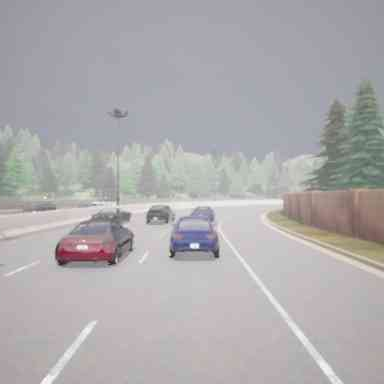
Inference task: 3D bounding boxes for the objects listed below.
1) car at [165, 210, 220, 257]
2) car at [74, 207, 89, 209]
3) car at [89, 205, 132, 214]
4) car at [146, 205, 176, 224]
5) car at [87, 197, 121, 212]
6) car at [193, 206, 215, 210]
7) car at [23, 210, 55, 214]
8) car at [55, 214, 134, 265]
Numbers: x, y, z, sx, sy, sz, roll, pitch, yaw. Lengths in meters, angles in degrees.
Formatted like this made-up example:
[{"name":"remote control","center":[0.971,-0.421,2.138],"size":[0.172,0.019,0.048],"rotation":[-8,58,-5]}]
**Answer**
[{"name":"car","center":[0.084,1.689,13.579],"size":[1.812,1.442,4.674],"rotation":[0,-1,0]},{"name":"car","center":[-12.176,1.997,36.200],"size":[1.994,1.385,4.181],"rotation":[0,-1,11]},{"name":"car","center":[-6.315,1.922,26.858],"size":[1.895,1.301,4.718],"rotation":[0,-1,6]},{"name":"car","center":[-2.596,1.845,28.473],"size":[1.837,1.490,4.892],"rotation":[0,-1,6]},{"name":"car","center":[-12.720,1.804,48.614],"size":[2.150,2.045,5.566],"rotation":[0,-1,18]},{"name":"car","center":[1.033,1.912,29.163],"size":[1.994,1.385,4.181],"rotation":[0,-1,8]},{"name":"car","center":[-18.458,1.990,40.391],"size":[1.837,1.490,4.892],"rotation":[0,-1,13]},{"name":"car","center":[-3.401,1.712,12.323],"size":[1.994,1.385,4.181],"rotation":[0,-1,0]}]
